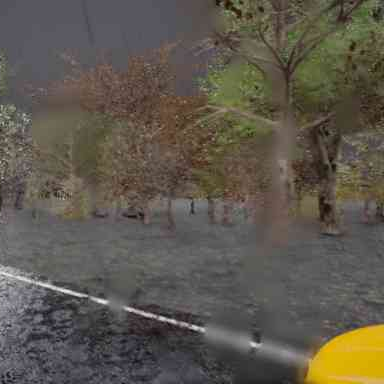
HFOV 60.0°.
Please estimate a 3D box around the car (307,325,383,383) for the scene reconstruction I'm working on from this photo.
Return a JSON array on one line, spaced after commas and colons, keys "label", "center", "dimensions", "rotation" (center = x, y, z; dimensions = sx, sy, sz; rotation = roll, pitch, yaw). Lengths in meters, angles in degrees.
[{"label": "car", "center": [3.091, 1.454, 1.481], "dimensions": [5.008, 1.535, 1.882], "rotation": [0, 1, 35]}]
